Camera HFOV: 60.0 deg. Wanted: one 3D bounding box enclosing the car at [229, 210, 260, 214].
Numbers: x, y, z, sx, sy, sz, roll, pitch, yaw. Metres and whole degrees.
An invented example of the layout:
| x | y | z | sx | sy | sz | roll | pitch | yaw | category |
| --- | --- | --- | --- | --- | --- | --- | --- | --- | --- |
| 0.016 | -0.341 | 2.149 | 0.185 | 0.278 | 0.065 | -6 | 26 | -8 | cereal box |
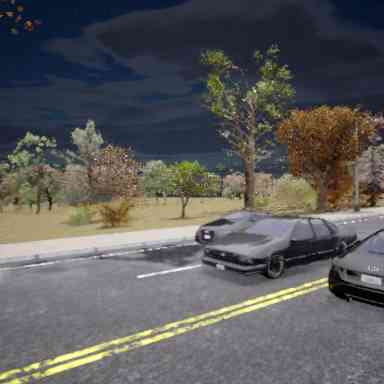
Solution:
| x | y | z | sx | sy | sz | roll | pitch | yaw | category |
| --- | --- | --- | --- | --- | --- | --- | --- | --- | --- |
| 2.163 | 1.417 | 13.344 | 4.181 | 1.385 | 1.994 | -1 | 1 | -36 | car |

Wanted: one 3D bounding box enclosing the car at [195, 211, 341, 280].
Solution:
| x | y | z | sx | sy | sz | roll | pitch | yaw | category |
| --- | --- | --- | --- | --- | --- | --- | --- | --- | --- |
| 2.845 | 1.423 | 9.795 | 5.357 | 1.411 | 2.033 | -1 | 1 | -36 | car |

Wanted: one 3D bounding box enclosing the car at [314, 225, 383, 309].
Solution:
| x | y | z | sx | sy | sz | roll | pitch | yaw | category |
| --- | --- | --- | --- | --- | --- | --- | --- | --- | --- |
| 4.696 | 1.440 | 6.895 | 4.181 | 1.385 | 1.994 | -1 | 1 | -36 | car |
